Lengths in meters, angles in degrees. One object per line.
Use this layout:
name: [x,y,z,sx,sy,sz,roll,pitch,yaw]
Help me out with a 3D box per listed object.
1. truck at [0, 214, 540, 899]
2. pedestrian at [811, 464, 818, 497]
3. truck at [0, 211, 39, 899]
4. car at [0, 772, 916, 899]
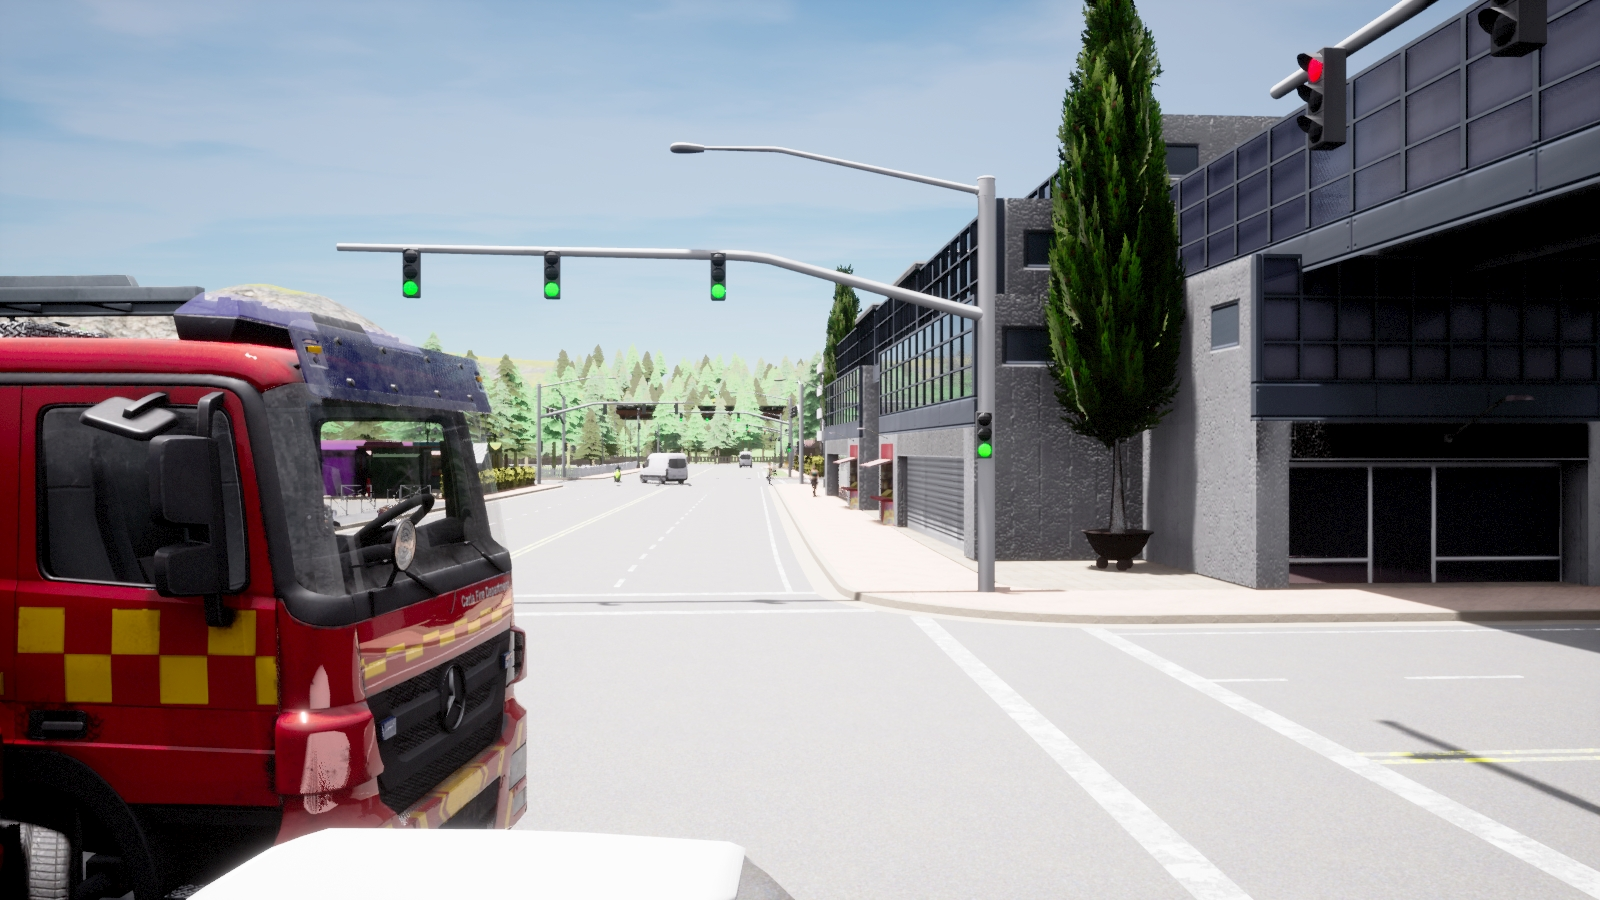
truck: [-6.102,0.890,6.659,8.468,3.827,2.891,0,0,4]
pedestrian: [0.790,1.696,63.758,0.375,1.860,0.375,0,0,0]
truck: [-7.587,0.890,3.490,8.468,3.827,2.891,0,0,-3]
car: [-1.549,2.065,3.579,3.806,1.475,1.970,0,0,5]
